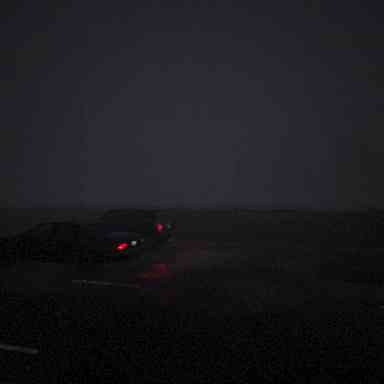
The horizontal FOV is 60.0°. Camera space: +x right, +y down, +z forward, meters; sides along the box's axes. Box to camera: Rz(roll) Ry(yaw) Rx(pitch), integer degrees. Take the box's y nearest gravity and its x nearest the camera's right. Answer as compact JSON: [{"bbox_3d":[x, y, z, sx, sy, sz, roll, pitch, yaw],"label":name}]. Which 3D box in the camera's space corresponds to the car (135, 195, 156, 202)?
[{"bbox_3d":[-10.177,1.686,72.951,4.605,1.855,1.932,0,0,17],"label":"car"}]

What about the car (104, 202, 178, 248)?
[{"bbox_3d":[-2.972,1.448,14.235,4.553,1.767,2.097,0,0,17],"label":"car"}]

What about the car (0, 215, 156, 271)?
[{"bbox_3d":[-4.164,1.629,10.938,5.357,1.411,2.033,0,0,17],"label":"car"}]
